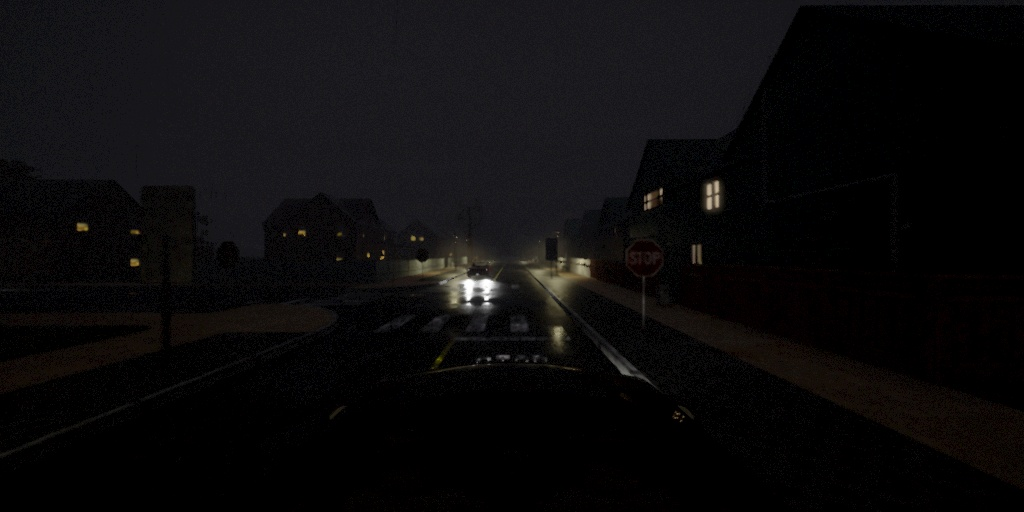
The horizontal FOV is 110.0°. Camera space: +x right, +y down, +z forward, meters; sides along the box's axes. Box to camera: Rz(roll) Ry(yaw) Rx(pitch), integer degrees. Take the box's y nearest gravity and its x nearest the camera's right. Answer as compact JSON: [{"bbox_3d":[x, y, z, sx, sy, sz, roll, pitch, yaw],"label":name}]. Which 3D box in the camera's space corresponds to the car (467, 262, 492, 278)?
[{"bbox_3d":[-2.747,1.166,30.911,1.895,1.301,4.718,0,0,0],"label":"car"}]
